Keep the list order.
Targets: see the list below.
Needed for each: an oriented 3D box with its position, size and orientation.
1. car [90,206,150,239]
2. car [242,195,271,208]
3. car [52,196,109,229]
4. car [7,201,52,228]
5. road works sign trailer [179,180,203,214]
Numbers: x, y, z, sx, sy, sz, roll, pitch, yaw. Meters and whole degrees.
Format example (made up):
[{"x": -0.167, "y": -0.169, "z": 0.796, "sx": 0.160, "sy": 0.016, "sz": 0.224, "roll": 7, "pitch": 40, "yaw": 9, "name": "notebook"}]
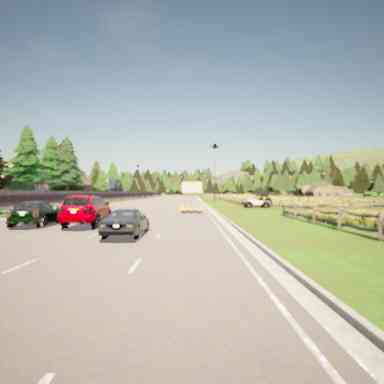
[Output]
[{"x": -3.404, "y": 1.577, "z": 17.395, "sx": 2.033, "sy": 1.411, "sz": 5.357, "roll": 0, "pitch": 0, "yaw": 0, "name": "car"}, {"x": 8.908, "y": 1.289, "z": 45.467, "sx": 3.866, "sy": 1.878, "sz": 1.905, "roll": 0, "pitch": 0, "yaw": 0, "name": "car"}, {"x": -6.905, "y": 1.258, "z": 22.044, "sx": 2.150, "sy": 2.045, "sz": 5.566, "roll": 0, "pitch": 0, "yaw": 0, "name": "car"}, {"x": -10.406, "y": 1.390, "z": 22.498, "sx": 2.097, "sy": 1.767, "sz": 4.553, "roll": 0, "pitch": 0, "yaw": 0, "name": "car"}, {"x": -0.010, "y": 0.526, "z": 36.462, "sx": 2.380, "sy": 3.560, "sz": 2.880, "roll": 0, "pitch": 0, "yaw": 0, "name": "road works sign trailer"}]
